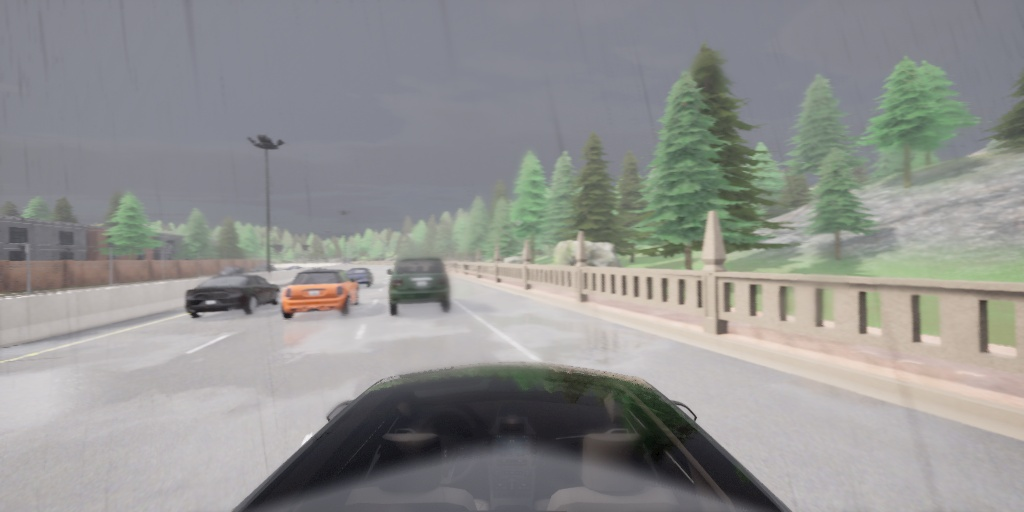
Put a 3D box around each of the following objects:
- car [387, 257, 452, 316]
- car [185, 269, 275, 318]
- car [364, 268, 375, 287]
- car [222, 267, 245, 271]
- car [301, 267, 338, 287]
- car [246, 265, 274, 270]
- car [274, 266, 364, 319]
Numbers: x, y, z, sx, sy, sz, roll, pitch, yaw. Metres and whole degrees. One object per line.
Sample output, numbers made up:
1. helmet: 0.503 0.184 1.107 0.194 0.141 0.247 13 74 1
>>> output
1. car: -3.807 1.079 14.540 2.150 2.045 5.566 -1 -1 -17
2. car: -11.232 1.505 14.830 1.882 1.535 5.008 -1 -1 -18
3. car: -11.705 1.614 27.555 2.033 1.411 5.357 -1 0 -17
4. car: -36.621 2.151 47.311 2.128 1.511 4.902 -1 0 -18
5. car: -16.337 1.739 30.594 1.994 1.385 4.181 -1 0 -18
6. car: -33.229 1.939 48.172 2.097 1.767 4.553 -1 0 -18
7. car: -7.370 1.294 14.227 2.097 1.767 4.553 -1 0 -17
